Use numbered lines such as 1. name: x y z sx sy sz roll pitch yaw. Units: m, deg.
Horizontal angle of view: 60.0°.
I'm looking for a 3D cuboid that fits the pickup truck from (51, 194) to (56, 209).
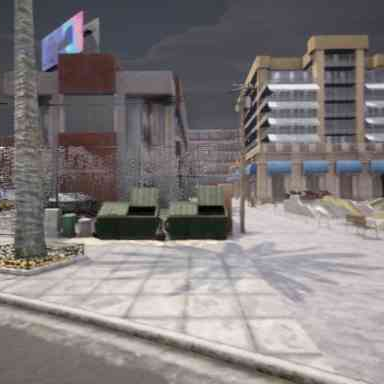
1. pickup truck: -9.394 1.133 25.651 2.390 2.098 6.274 0 0 1
